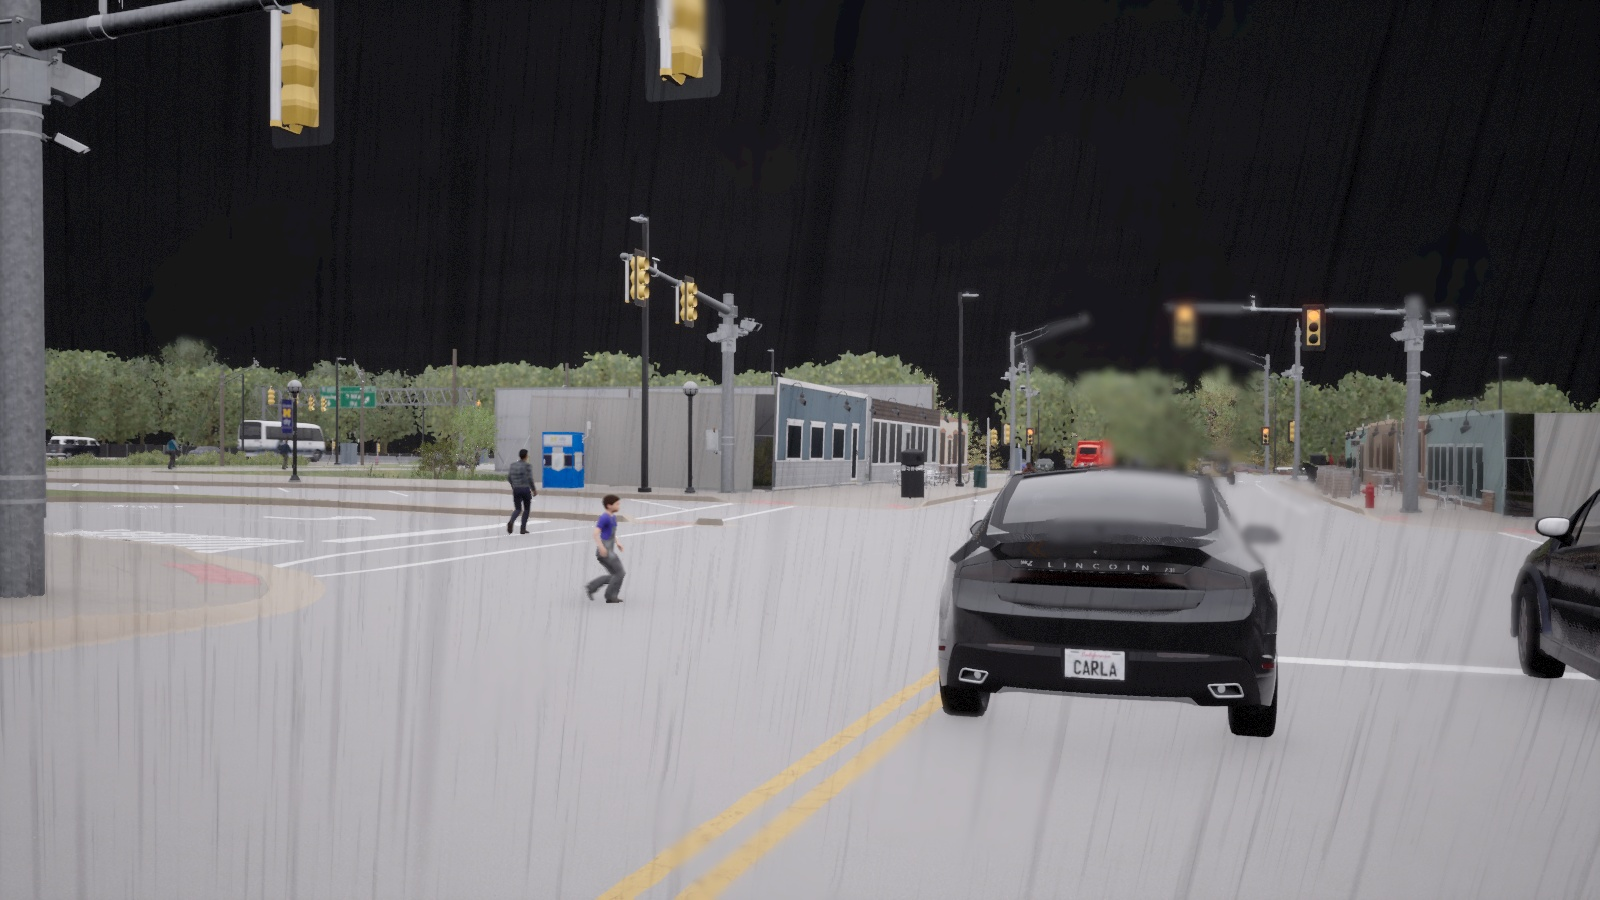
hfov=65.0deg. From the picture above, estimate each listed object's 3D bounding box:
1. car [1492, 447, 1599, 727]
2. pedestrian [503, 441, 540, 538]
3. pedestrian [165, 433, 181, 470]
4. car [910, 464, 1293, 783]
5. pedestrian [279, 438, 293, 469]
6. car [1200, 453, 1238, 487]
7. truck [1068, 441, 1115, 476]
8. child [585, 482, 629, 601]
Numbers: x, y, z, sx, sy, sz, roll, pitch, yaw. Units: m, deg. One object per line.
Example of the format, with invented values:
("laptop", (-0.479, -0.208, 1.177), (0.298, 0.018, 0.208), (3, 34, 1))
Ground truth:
("car", (5.806, 0.822, 7.885), (1.851, 1.617, 3.988), (1, -1, 18))
("pedestrian", (-5.706, 0.798, 25.753), (0.423, 1.949, 0.788), (1, 1, 16))
("pedestrian", (-33.357, 0.075, 66.801), (0.396, 1.930, 0.692), (1, 1, 17))
("car", (2.155, 0.886, 8.577), (1.837, 1.490, 4.892), (1, -1, 17))
("pedestrian", (-30.628, 0.217, 74.826), (0.402, 1.842, 0.726), (1, 1, 17))
("car", (23.680, 1.097, 71.104), (1.932, 1.855, 4.605), (1, 0, 17))
("truck", (21.878, 0.599, 94.046), (2.627, 2.467, 5.204), (2, 1, 22))
("child", (-2.083, 0.982, 13.560), (0.437, 1.263, 0.270), (0, 1, -2))
